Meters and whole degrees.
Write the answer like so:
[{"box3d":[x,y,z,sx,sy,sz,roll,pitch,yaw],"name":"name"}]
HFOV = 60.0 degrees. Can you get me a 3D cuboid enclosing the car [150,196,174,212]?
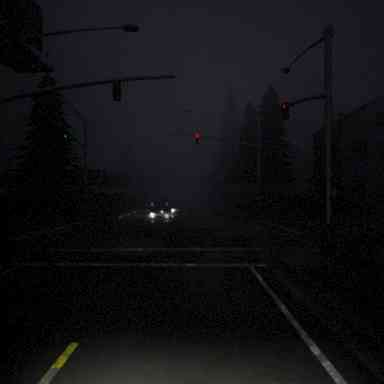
[{"box3d":[-3.519,1.350,38.148,2.097,1.767,4.553,0,0,0],"name":"car"}]
